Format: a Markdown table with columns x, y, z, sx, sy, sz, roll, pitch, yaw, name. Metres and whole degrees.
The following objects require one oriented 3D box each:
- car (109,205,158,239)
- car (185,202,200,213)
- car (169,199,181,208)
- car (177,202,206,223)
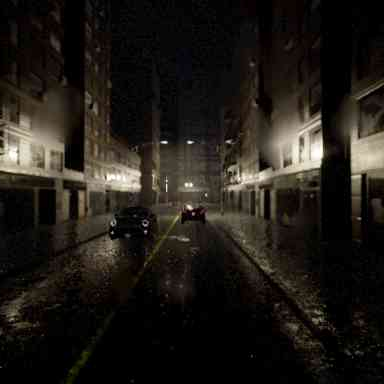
| x | y | z | sx | sy | sz | roll | pitch | yaw | name |
| --- | --- | --- | --- | --- | --- | --- | --- | --- | --- |
| -3.097 | 1.538 | 18.355 | 2.097 | 1.767 | 4.553 | 0 | -1 | 0 | car |
| 0.100 | 2.076 | 45.782 | 1.895 | 1.301 | 4.718 | 0 | -1 | 0 | car |
| -3.027 | 2.002 | 60.784 | 2.097 | 1.767 | 4.553 | 0 | -1 | 1 | car |
| 0.105 | 1.798 | 28.610 | 2.163 | 1.488 | 4.792 | 0 | -1 | 0 | car |
